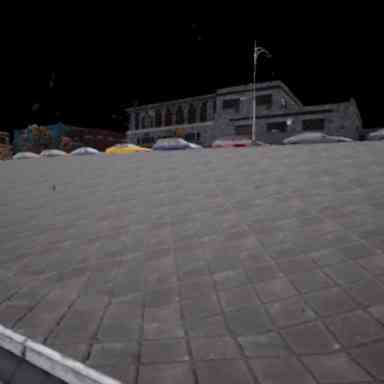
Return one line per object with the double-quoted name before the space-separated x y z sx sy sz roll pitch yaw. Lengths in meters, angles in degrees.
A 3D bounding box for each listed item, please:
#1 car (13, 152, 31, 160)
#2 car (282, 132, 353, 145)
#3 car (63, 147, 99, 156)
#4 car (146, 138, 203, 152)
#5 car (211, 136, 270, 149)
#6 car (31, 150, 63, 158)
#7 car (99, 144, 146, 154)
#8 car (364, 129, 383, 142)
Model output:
"car" -19.884 -4.079 40.438 4.892 1.521 2.231 1 1 34
"car" 8.656 -3.421 23.165 4.674 1.452 2.002 1 1 28
"car" -10.669 -3.852 34.312 4.674 1.452 2.002 1 1 33
"car" -1.201 -3.804 28.569 4.553 1.767 2.185 1 1 31
"car" 3.792 -3.538 25.771 4.792 1.488 2.163 1 1 29
"car" -15.317 -3.994 37.339 4.892 1.521 2.231 1 1 34
"car" -5.956 -3.785 31.384 5.008 1.535 2.097 1 1 32
"car" 13.489 -3.354 20.708 4.892 1.521 2.231 1 1 27
